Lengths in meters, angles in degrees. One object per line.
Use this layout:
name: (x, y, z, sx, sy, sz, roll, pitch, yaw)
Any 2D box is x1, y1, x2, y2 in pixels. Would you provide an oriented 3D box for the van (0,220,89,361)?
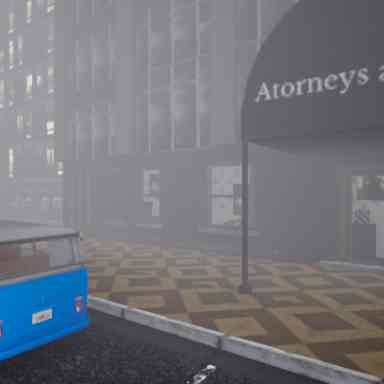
van: (-3.404, 1.338, 5.287, 3.998, 1.788, 1.690, 0, 0, 35)
